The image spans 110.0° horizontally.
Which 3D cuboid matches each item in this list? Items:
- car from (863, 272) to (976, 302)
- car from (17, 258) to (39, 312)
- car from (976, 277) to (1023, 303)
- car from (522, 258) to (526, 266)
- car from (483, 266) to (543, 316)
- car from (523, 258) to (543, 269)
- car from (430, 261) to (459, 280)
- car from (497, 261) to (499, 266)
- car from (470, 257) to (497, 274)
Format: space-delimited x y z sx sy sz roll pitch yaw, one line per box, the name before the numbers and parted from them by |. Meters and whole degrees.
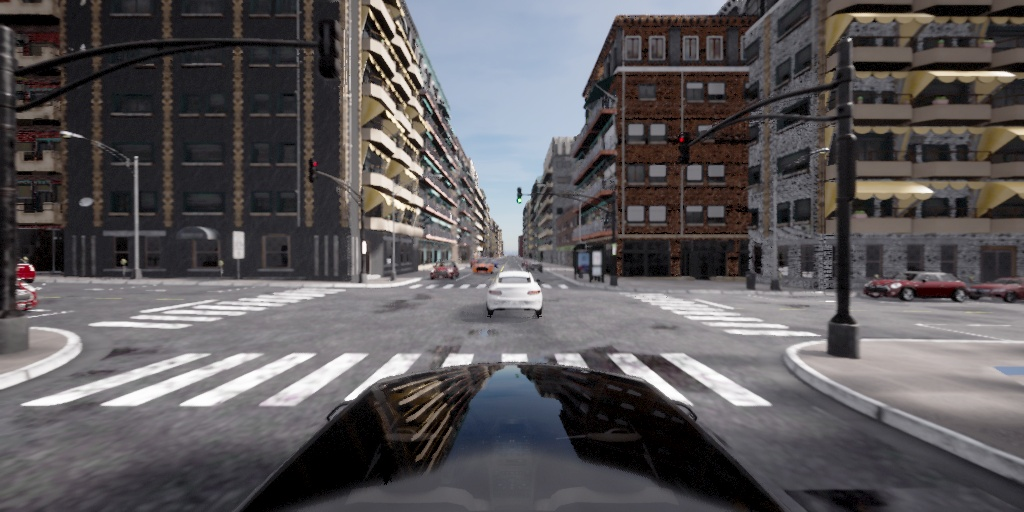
car | 21.379 1.555 19.163 4.097 1.591 1.967 0 0 -1
car | -16.626 0.936 10.352 4.097 1.591 1.967 0 0 -1
car | 27.052 1.798 19.231 4.207 1.307 1.802 0 0 -1
car | 2.690 1.250 47.636 1.888 1.381 4.507 0 0 0
car | 0.087 1.264 13.108 1.812 1.442 4.674 0 0 0
car | 2.690 1.261 41.998 2.007 1.370 4.403 0 0 0
car | -5.690 1.161 30.726 1.967 1.591 4.097 0 0 0
car | -3.057 1.299 55.969 1.895 1.301 4.718 0 0 0
car | -3.094 1.065 39.198 2.097 1.767 4.553 0 0 0
